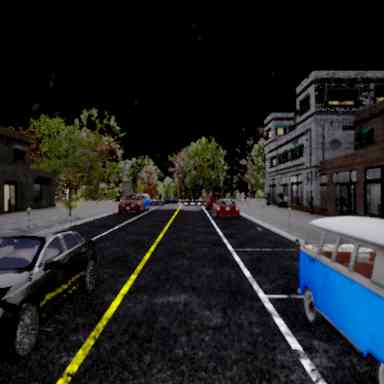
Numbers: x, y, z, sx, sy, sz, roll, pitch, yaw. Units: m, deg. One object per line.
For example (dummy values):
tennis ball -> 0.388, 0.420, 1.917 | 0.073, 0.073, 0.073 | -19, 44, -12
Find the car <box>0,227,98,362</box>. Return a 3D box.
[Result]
car -> -3.108, 1.456, 5.945 | 2.128, 1.511, 4.902 | 0, 0, 0

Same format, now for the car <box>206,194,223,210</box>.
car -> 2.666, 1.083, 37.700 | 2.192, 1.841, 5.009 | 1, 0, 0

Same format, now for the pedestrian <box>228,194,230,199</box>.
pedestrian -> 6.064, 0.822, 53.319 | 0.500, 1.100, 0.500 | 1, 0, 0

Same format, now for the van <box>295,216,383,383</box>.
van -> 2.696, 1.315, 4.444 | 1.690, 1.788, 3.998 | 1, 0, 0

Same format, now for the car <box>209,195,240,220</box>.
car -> 2.666, 1.279, 26.616 | 1.967, 1.590, 4.097 | 1, 0, 0

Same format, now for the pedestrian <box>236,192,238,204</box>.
pedestrian -> 7.066, 0.882, 52.120 | 0.375, 1.860, 0.375 | 1, 0, 0

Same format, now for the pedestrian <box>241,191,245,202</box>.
pedestrian -> 8.065, 0.710, 52.722 | 0.375, 1.860, 0.375 | 1, 0, 0

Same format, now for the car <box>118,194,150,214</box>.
car -> -5.720, 1.119, 32.135 | 2.192, 1.841, 5.009 | 1, 0, 0

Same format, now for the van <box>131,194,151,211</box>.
van -> -5.740, 1.109, 37.677 | 1.690, 1.788, 3.998 | 1, 0, 0

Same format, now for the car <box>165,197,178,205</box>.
car -> -3.066, 1.354, 50.213 | 1.895, 1.301, 4.718 | 0, 0, 0
